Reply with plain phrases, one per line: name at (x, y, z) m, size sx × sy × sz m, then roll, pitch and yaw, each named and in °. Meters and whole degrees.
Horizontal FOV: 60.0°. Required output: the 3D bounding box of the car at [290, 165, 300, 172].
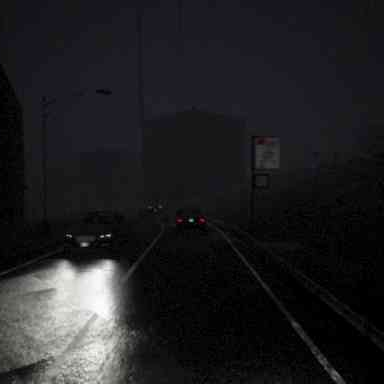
car at (21.257, -4.438, 64.430) m, size 2.185 × 1.767 × 4.553 m, roll 0°, pitch 1°, yaw -1°

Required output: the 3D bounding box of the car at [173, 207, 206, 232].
car at (-0.204, 1.673, 21.162) m, size 2.033 × 1.411 × 5.357 m, roll 0°, pitch -1°, yaw -4°

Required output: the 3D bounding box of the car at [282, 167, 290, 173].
car at (21.138, -4.500, 69.949) m, size 2.185 × 1.767 × 4.553 m, roll 0°, pitch 1°, yaw -1°

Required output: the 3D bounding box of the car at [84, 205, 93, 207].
car at (-16.454, 2.767, 53.331) m, size 1.994 × 1.385 × 4.181 m, roll -1°, pitch -2°, yaw -38°

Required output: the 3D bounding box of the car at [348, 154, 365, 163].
car at (21.736, -4.047, 42.327) m, size 2.231 × 1.521 × 4.892 m, roll 0°, pitch 1°, yaw -1°

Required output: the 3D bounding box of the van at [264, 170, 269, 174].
van at (20.782, -4.759, 86.358) m, size 1.878 × 1.987 × 4.442 m, roll 0°, pitch 0°, yaw -1°

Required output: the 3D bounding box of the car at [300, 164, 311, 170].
car at (21.380, -4.205, 58.757) m, size 2.002 × 1.452 × 4.674 m, roll 0°, pitch 1°, yaw -1°

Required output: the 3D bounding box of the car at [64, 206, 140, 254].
car at (-3.691, 1.540, 13.751) m, size 2.128 × 1.511 × 4.902 m, roll 0°, pitch 0°, yaw -1°

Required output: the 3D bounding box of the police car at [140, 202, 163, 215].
police car at (-5.197, 2.061, 41.428) m, size 2.038 × 1.542 × 4.974 m, roll -1°, pitch -2°, yaw -22°

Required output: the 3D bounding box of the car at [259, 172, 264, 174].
car at (20.660, -4.537, 92.001) m, size 2.002 × 1.452 × 4.674 m, roll 0°, pitch 0°, yaw -1°

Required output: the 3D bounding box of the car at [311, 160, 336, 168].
car at (21.499, -4.306, 53.263) m, size 2.185 × 1.767 × 4.553 m, roll 0°, pitch 1°, yaw -1°

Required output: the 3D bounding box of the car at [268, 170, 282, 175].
car at (20.898, -4.484, 80.964) m, size 2.231 × 1.521 × 4.892 m, roll 0°, pitch 1°, yaw -1°

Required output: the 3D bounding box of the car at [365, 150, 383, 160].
car at (21.864, -3.967, 36.809) m, size 2.231 × 1.521 × 4.892 m, roll 0°, pitch 1°, yaw -1°
